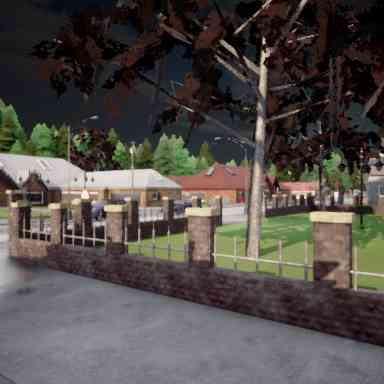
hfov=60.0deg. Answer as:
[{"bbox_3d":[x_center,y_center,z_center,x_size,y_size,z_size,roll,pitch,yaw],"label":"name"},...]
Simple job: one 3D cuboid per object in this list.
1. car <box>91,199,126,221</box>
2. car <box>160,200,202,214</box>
[{"bbox_3d":[-6.971,1.344,26.887,2.097,1.767,4.553,0,0,36],"label":"car"},{"bbox_3d":[-1.021,1.539,35.197,2.033,1.411,5.357,0,0,36],"label":"car"}]
